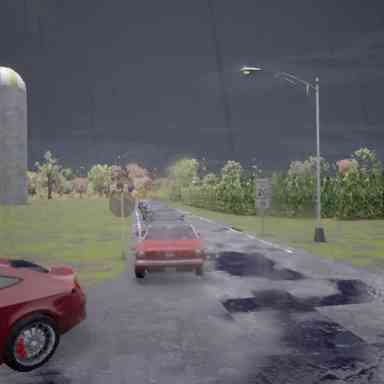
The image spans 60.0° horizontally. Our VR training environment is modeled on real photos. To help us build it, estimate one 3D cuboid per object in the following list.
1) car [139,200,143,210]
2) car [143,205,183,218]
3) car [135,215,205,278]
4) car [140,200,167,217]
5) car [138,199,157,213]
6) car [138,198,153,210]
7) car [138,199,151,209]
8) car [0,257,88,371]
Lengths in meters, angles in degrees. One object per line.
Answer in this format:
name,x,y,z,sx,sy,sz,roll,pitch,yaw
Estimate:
car,-3.464,1.701,29.869,1.994,1.385,4.181,-1,0,-10
car,-1.385,1.649,17.803,1.994,1.385,4.181,-1,0,-10
car,-0.671,1.662,10.607,1.895,1.301,4.718,-1,0,-3
car,-2.344,1.601,23.448,2.128,1.511,4.902,-1,0,-10
car,-5.669,1.683,42.084,2.128,1.511,4.902,-1,0,-10
car,-6.801,1.696,48.168,1.882,1.535,5.008,-1,0,-11
car,-4.508,1.710,35.733,2.033,1.411,5.357,-1,0,-10
car,-3.511,1.539,3.829,1.812,1.442,4.674,0,-1,41
